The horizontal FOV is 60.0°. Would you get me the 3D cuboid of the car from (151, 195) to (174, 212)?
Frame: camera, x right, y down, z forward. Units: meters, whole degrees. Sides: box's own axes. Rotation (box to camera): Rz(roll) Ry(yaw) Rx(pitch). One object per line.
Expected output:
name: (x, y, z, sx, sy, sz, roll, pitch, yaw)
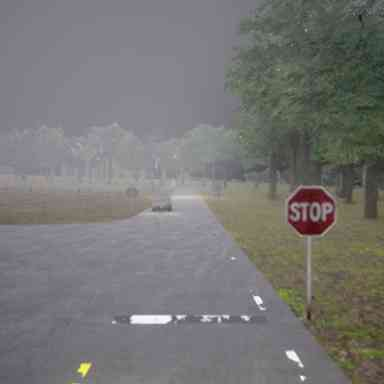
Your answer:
car: (-2.764, 1.109, 32.004, 1.837, 1.490, 4.892, 0, 2, 0)
